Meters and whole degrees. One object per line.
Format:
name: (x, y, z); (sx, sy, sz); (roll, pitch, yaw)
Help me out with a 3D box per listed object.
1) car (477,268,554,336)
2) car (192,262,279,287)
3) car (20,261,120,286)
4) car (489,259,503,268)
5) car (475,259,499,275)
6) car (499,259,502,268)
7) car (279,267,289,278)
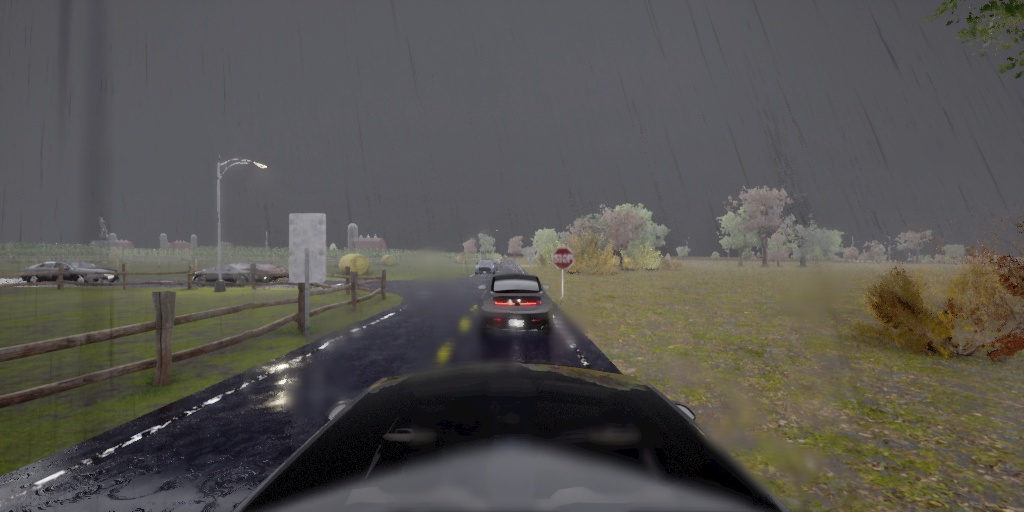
car: (0.068, 1.254, 10.383); (1.837, 1.490, 4.892); (0, 0, -1)
car: (-17.883, 1.220, 23.069); (4.181, 1.385, 1.994); (0, 1, 0)
car: (-28.167, 1.077, 22.962); (4.902, 1.511, 2.128); (0, 1, -1)
car: (-2.786, 1.289, 63.973); (2.128, 1.511, 4.902); (0, 0, 0)
car: (-2.839, 1.117, 39.399); (2.097, 1.767, 4.553); (0, 0, 0)
car: (-2.825, 1.325, 50.602); (2.033, 1.411, 5.357); (0, 0, 0)
car: (-19.195, 1.163, 26.097); (5.357, 1.411, 2.033); (0, 1, -2)
